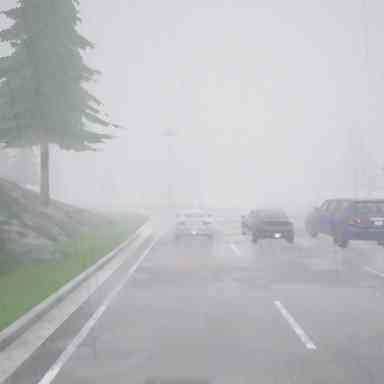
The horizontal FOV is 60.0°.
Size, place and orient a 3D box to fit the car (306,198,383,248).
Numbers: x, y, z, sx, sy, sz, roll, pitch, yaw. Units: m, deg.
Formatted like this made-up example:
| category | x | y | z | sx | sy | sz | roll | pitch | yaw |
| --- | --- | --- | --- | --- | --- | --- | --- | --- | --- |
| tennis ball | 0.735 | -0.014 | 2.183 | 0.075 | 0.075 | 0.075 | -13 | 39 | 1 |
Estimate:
| category | x | y | z | sx | sy | sz | roll | pitch | yaw |
| --- | --- | --- | --- | --- | --- | --- | --- | --- | --- |
| car | 7.095 | 1.291 | 15.308 | 2.150 | 2.045 | 5.566 | 0 | 0 | 0 |

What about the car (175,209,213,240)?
| category | x | y | z | sx | sy | sz | roll | pitch | yaw |
| --- | --- | --- | --- | --- | --- | --- | --- | --- | --- |
| car | 0.070 | 1.604 | 17.340 | 1.812 | 1.442 | 4.674 | 0 | 0 | -1 |

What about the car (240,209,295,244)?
| category | x | y | z | sx | sy | sz | roll | pitch | yaw |
| --- | --- | --- | --- | --- | --- | --- | --- | --- | --- |
| car | 3.594 | 1.579 | 16.381 | 1.837 | 1.490 | 4.892 | 0 | 0 | 0 |
